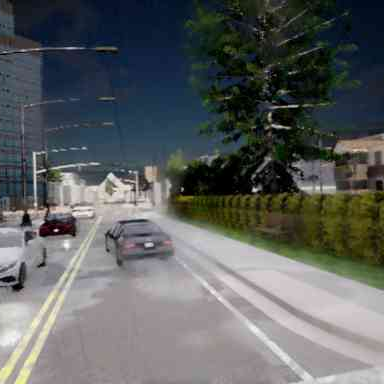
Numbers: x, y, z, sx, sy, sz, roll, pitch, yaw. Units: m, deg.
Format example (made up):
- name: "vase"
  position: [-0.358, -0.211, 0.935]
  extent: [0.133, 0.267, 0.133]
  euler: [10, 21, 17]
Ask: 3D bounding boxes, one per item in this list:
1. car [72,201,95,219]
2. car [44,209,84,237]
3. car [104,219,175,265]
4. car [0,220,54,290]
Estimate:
- name: "car"
  position: [-12.306, 2.033, 38.081]
  extent: [2.150, 2.045, 5.566]
  euler: [-2, -1, -13]
- name: "car"
  position: [-8.272, 2.065, 21.088]
  extent: [1.994, 1.385, 4.181]
  euler: [-2, -1, -13]
- name: "car"
  position: [-2.213, 1.751, 12.717]
  extent: [2.033, 1.411, 5.357]
  euler: [-2, -1, -21]
- name: "car"
  position: [-5.560, 1.822, 9.832]
  extent: [1.812, 1.442, 4.674]
  euler: [-2, -1, -14]
